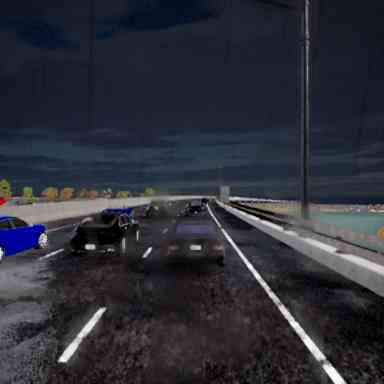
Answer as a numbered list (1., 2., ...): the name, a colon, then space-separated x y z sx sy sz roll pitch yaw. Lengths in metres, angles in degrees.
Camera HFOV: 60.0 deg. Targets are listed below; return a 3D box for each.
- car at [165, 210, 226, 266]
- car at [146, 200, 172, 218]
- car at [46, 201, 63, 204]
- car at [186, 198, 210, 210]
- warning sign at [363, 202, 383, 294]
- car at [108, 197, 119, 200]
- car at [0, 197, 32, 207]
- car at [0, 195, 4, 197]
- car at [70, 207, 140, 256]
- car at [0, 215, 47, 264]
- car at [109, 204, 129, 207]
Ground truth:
1. car: 0.136 1.602 11.718 2.033 1.411 5.357 0 0 1
2. car: -3.084 1.509 31.858 2.097 1.767 4.553 0 0 1
3. car: -17.062 1.773 41.382 1.994 1.385 4.181 0 0 2
4. car: 0.420 1.649 32.043 2.128 1.511 4.902 0 0 1
5. warning sign: 4.553 1.148 7.016 1.300 1.860 1.060 -1 -1 0
6. car: -19.070 1.728 80.883 1.812 1.442 4.674 0 0 3
7. car: -20.620 1.689 39.122 2.128 1.511 4.902 0 0 1
8. car: -24.124 1.419 39.177 2.150 2.045 5.566 0 0 1
9. car: -3.344 1.569 13.446 1.837 1.490 4.892 0 0 1
10. car: -6.866 1.530 11.622 1.882 1.535 5.008 0 0 1
11. car: -6.614 1.750 30.389 1.895 1.301 4.718 0 0 1
